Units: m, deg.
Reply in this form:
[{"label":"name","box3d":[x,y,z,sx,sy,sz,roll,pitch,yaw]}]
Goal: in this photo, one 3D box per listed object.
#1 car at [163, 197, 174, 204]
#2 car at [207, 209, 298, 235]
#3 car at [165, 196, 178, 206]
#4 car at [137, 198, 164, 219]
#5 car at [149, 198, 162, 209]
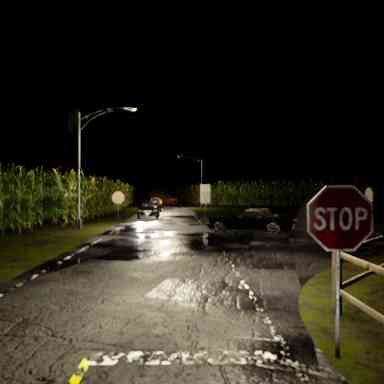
[{"label":"car","box3d":[-5.028,1.825,70.585,1.994,1.385,4.181,0,0,-8]},{"label":"car","box3d":[3.239,1.575,18.141,4.718,1.301,1.895,-1,-1,25]},{"label":"car","box3d":[-3.676,1.577,60.602,2.097,1.767,4.553,0,0,-7]},{"label":"car","box3d":[-3.890,1.592,30.335,2.128,1.511,4.902,0,0,-3]},{"label":"car","box3d":[-5.556,1.661,51.050,1.882,1.535,5.008,0,0,-6]}]
